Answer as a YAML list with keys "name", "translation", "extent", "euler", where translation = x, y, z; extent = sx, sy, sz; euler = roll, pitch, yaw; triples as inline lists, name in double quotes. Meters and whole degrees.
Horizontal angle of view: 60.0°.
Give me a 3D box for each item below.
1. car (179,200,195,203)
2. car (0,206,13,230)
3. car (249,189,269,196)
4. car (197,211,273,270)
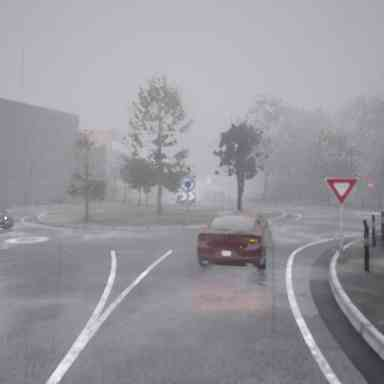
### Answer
- name: "car"
  translation: [-0.772, 0.963, 49.515]
  extent: [1.895, 1.301, 4.718]
  euler: [0, 0, -9]
- name: "car"
  translation: [-11.599, 1.277, 18.579]
  extent: [1.837, 1.490, 4.892]
  euler: [-3, 3, -42]
- name: "car"
  translation: [19.076, 0.275, 92.609]
  extent: [4.553, 1.767, 2.185]
  euler: [0, 1, 0]
- name: "car"
  translation: [1.564, 1.358, 10.920]
  extent: [1.882, 1.535, 5.008]
  euler: [0, 2, 16]
